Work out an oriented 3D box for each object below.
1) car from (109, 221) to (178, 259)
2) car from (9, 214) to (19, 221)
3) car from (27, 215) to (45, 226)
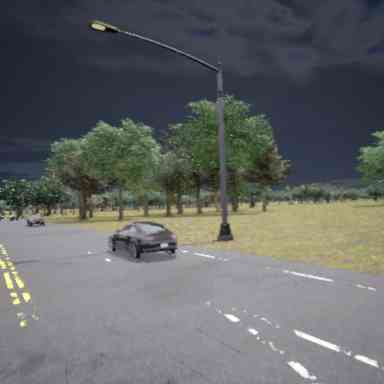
[{"bbox_3d":[-2.291,2.059,15.044,1.812,1.442,4.674,-1,-3,-32],"label":"car"},{"bbox_3d":[-42.641,6.127,79.891,1.812,1.442,4.674,-1,-3,-32],"label":"car"},{"bbox_3d":[-21.702,3.969,46.235,2.033,1.411,5.357,-1,-3,-32],"label":"car"}]
